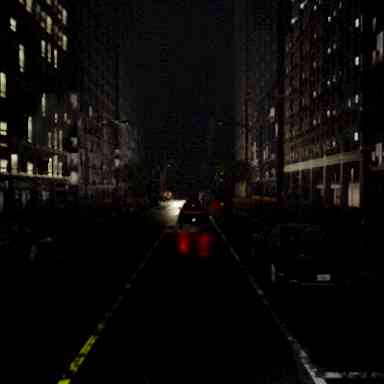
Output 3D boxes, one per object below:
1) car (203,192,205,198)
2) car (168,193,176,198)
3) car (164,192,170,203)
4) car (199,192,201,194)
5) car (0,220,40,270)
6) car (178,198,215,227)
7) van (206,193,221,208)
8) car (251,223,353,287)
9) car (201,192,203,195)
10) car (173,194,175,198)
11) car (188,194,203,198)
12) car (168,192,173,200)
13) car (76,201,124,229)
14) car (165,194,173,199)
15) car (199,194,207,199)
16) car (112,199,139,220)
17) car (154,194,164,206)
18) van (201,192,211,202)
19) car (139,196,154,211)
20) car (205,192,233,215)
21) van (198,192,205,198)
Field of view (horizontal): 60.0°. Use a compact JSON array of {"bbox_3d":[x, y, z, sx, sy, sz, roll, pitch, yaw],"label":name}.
[{"bbox_3d":[2.696,1.110,37.387,2.192,1.841,5.009,-1,0,0],"label":"car"},{"bbox_3d":[-5.658,1.056,94.228,1.802,1.307,4.206,-1,0,0],"label":"car"},{"bbox_3d":[-5.673,1.219,60.125,2.008,1.369,4.403,-1,0,0],"label":"car"},{"bbox_3d":[2.707,1.108,60.121,1.967,1.590,4.097,-1,0,0],"label":"car"},{"bbox_3d":[-5.694,1.501,8.973,2.008,1.369,4.403,-1,0,0],"label":"car"},{"bbox_3d":[0.110,1.374,21.324,2.128,1.511,4.902,0,0,0],"label":"car"},{"bbox_3d":[2.699,1.105,43.070,1.690,1.788,3.998,-1,0,0],"label":"van"},{"bbox_3d":[2.687,1.501,8.969,2.008,1.369,4.403,-1,0,0],"label":"car"},{"bbox_3d":[2.702,1.172,48.754,1.967,1.590,4.097,-1,0,0],"label":"car"},{"bbox_3d":[-5.668,0.886,77.174,2.192,1.841,5.009,-1,0,0],"label":"car"},{"bbox_3d":[0.118,1.313,38.741,1.812,1.442,4.674,0,0,0],"label":"car"},{"bbox_3d":[-5.669,1.044,71.492,1.967,1.590,4.097,-1,0,0],"label":"car"},{"bbox_3d":[-5.689,1.470,20.340,1.802,1.307,4.206,-1,0,0],"label":"car"},{"bbox_3d":[-5.663,1.121,82.860,1.802,1.307,4.206,-1,0,0],"label":"car"},{"bbox_3d":[2.718,1.090,82.856,2.008,1.369,4.403,-1,0,0],"label":"car"},{"bbox_3d":[-5.688,1.297,26.023,1.967,1.590,4.097,-1,0,0],"label":"car"},{"bbox_3d":[-5.677,1.298,48.758,1.947,1.339,4.313,-1,0,0],"label":"car"},{"bbox_3d":[2.708,0.977,65.803,1.690,1.788,3.998,-1,0,0],"label":"van"},{"bbox_3d":[-5.682,1.321,37.221,1.752,1.417,4.829,-1,0,0],"label":"car"},{"bbox_3d":[2.694,1.141,31.703,2.192,1.841,5.009,-1,0,0],"label":"car"},{"bbox_3d":[2.720,0.815,94.222,1.690,1.788,3.998,-1,0,0],"label":"van"}]
